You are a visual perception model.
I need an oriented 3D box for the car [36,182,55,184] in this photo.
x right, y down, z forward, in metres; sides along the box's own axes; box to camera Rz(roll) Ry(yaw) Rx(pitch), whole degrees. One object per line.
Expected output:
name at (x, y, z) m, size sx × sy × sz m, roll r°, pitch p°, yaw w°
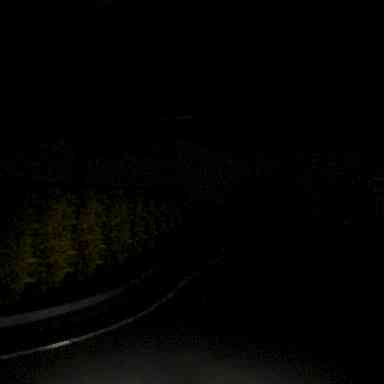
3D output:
car at (-14.800, -0.065, 33.881) m, size 3.866 × 1.878 × 1.905 m, roll 4°, pitch 1°, yaw 40°

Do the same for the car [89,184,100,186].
car at (-20.031, -0.673, 67.354) m, size 4.605 × 1.855 × 1.932 m, roll 4°, pitch 1°, yaw 40°

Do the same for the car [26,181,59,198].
car at (-18.664, -0.340, 41.477) m, size 4.605 × 1.855 × 1.932 m, roll 4°, pitch 1°, yaw 40°

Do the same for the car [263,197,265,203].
car at (11.887, 1.417, 64.605) m, size 4.514 × 1.523 × 2.007 m, roll 4°, pitch 1°, yaw 40°
